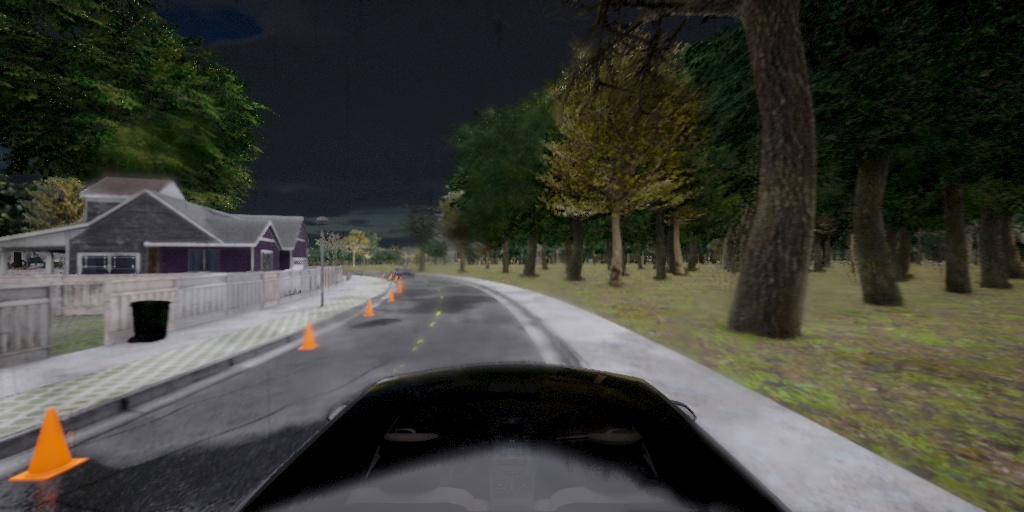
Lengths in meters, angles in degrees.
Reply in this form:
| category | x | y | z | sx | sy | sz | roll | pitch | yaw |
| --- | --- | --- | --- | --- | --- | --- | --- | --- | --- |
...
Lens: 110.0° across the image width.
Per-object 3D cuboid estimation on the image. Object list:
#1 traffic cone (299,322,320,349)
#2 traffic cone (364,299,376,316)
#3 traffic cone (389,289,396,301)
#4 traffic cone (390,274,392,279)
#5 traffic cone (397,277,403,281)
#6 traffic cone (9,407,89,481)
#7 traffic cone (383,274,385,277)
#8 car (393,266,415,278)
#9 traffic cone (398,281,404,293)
| category | x | y | z | sx | sy | sz | roll | pitch | yaw |
| --- | --- | --- | --- | --- | --- | --- | --- | --- | --- |
| traffic cone | -4.677 | 1.817 | 8.288 | 0.340 | 0.580 | 0.340 | 0 | 0 | -5 |
| traffic cone | -5.208 | 1.885 | 13.122 | 0.340 | 0.580 | 0.340 | 0 | 0 | -8 |
| traffic cone | -6.002 | 1.955 | 17.920 | 0.340 | 0.580 | 0.340 | 0 | 0 | -11 |
| traffic cone | -13.823 | 2.323 | 40.867 | 0.340 | 0.580 | 0.340 | 0 | 0 | -27 |
| traffic cone | -8.372 | 2.097 | 27.350 | 0.340 | 0.580 | 0.340 | 0 | 0 | -17 |
| traffic cone | -4.412 | 1.753 | 3.432 | 0.340 | 0.580 | 0.340 | 0 | 0 | -2 |
| traffic cone | -16.124 | 2.402 | 45.152 | 0.340 | 0.580 | 0.340 | 0 | 0 | -30 |
| car | -13.135 | 1.965 | 43.576 | 1.994 | 1.385 | 4.181 | 0 | -1 | -29 |
| traffic cone | -7.058 | 2.026 | 22.668 | 0.340 | 0.580 | 0.340 | 0 | 0 | -14 |
